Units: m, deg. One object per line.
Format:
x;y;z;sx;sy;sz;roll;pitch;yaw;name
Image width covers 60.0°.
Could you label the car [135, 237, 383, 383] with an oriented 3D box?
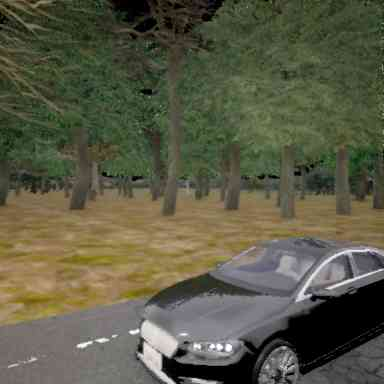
1.571;1.499;4.987;4.902;1.511;2.128;0;0;-35;car
